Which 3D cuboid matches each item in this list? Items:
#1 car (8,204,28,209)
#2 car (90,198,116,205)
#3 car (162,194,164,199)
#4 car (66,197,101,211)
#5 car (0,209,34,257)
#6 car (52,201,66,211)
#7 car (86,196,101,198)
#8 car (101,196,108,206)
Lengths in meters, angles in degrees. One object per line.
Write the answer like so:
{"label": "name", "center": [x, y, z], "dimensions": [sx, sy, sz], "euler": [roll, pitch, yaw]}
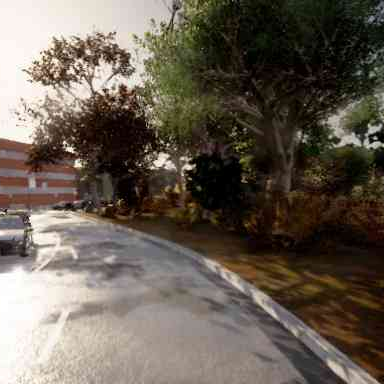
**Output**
{"label": "car", "center": [-15.609, 1.802, 29.875], "dimensions": [2.033, 1.411, 5.357], "euler": [-1, -1, -29]}
{"label": "car", "center": [-19.045, 2.060, 71.084], "dimensions": [5.008, 1.535, 2.097], "euler": [0, 0, 10]}
{"label": "car", "center": [-7.151, 1.694, 66.307], "dimensions": [5.566, 2.045, 2.435], "euler": [-1, 0, 10]}
{"label": "car", "center": [-15.378, 1.899, 47.390], "dimensions": [2.128, 1.511, 4.902], "euler": [0, -1, 9]}
{"label": "car", "center": [-7.232, 1.623, 12.989], "dimensions": [2.033, 1.411, 5.357], "euler": [0, 0, -23]}
{"label": "car", "center": [-18.539, 2.005, 48.603], "dimensions": [1.994, 1.385, 4.181], "euler": [0, -1, 9]}
{"label": "car", "center": [-20.062, 1.789, 65.524], "dimensions": [5.566, 2.045, 2.435], "euler": [0, 0, 10]}
{"label": "car", "center": [-13.415, 1.695, 58.979], "dimensions": [2.150, 2.045, 5.566], "euler": [0, 0, 10]}
